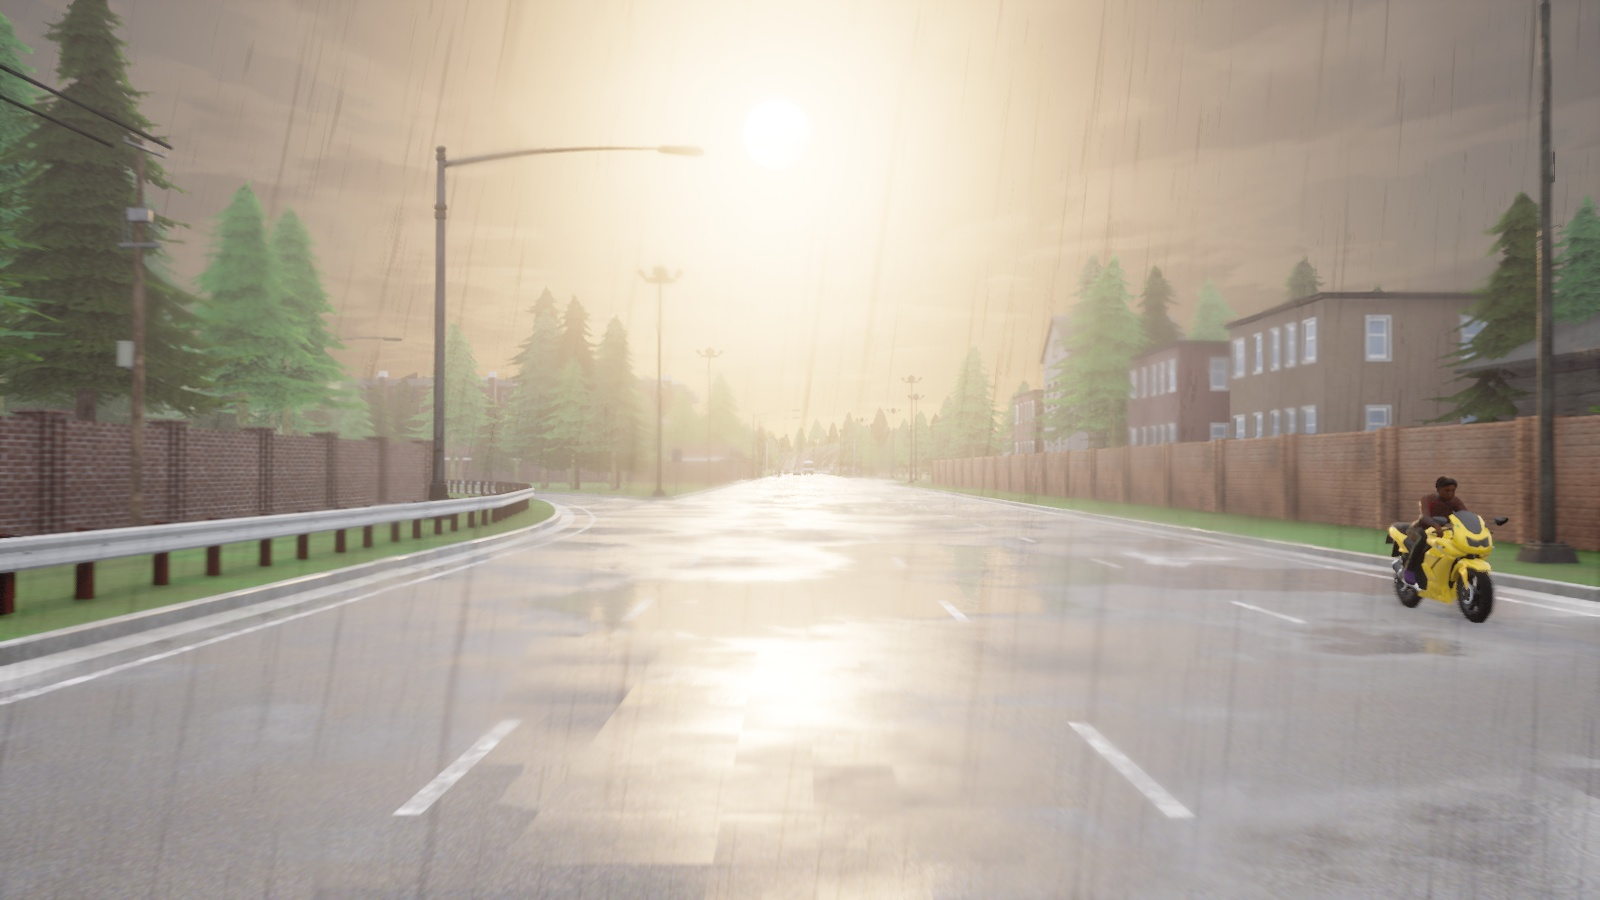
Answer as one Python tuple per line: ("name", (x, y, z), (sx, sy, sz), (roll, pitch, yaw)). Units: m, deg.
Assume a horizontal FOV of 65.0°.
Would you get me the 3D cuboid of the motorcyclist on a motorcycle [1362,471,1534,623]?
("motorcyclist on a motorcycle", (6.967, 0.988, 13.642), (0.797, 1.523, 2.044), (0, -1, 0))
